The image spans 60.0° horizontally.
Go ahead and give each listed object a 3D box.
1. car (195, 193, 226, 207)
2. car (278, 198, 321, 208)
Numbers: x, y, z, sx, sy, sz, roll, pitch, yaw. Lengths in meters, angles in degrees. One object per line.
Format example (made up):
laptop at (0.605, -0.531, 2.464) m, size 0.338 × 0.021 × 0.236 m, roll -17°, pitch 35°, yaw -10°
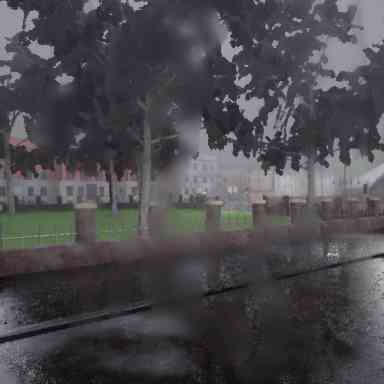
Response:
car at (2.750, 1.225, 50.046) m, size 2.150 × 2.045 × 5.566 m, roll 0°, pitch 0°, yaw -35°
car at (11.885, 1.477, 36.856) m, size 1.882 × 1.535 × 5.008 m, roll 0°, pitch 0°, yaw -35°
